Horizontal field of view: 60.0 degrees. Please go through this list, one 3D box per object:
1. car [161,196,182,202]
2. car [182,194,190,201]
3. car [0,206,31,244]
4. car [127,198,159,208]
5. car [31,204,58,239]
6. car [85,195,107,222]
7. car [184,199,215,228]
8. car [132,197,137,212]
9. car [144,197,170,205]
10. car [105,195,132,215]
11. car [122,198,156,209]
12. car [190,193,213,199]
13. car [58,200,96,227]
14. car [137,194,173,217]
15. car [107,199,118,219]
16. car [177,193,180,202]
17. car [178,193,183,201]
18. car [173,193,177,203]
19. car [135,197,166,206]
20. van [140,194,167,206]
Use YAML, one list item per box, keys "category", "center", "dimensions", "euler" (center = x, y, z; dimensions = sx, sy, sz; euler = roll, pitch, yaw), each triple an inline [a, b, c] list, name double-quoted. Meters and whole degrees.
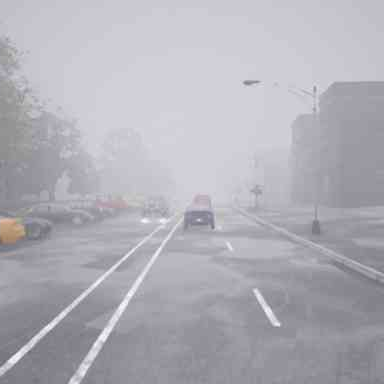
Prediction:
- category: "car"
  center: [-4.917, 1.683, 81.145]
  dimensions: [4.792, 1.488, 2.163]
  euler: [-1, 0, -14]
- category: "car"
  center: [-0.428, 1.659, 72.802]
  dimensions: [1.994, 1.385, 4.181]
  euler: [0, 0, 6]
- category: "car"
  center: [-9.330, 1.492, 13.033]
  dimensions: [5.008, 1.535, 2.097]
  euler: [-1, 0, -19]
- category: "car"
  center: [-7.577, 1.655, 51.572]
  dimensions: [4.674, 1.452, 2.002]
  euler: [-1, 0, -16]
- category: "car"
  center: [-9.243, 1.526, 16.016]
  dimensions: [4.792, 1.488, 2.163]
  euler: [-1, 0, -19]
- category: "car"
  center: [-8.980, 1.389, 24.921]
  dimensions: [4.553, 1.767, 2.185]
  euler: [-1, 0, -18]
- category: "car"
  center: [0.492, 1.496, 22.123]
  dimensions: [1.882, 1.535, 5.008]
  euler: [0, 0, 2]
- category: "car"
  center: [-8.495, 1.592, 36.788]
  dimensions: [4.674, 1.452, 2.002]
  euler: [-1, -1, -17]
- category: "car"
  center: [-6.643, 1.690, 63.421]
  dimensions: [4.674, 1.452, 2.002]
  euler: [-1, 0, -15]
- category: "car"
  center: [-8.807, 1.281, 30.841]
  dimensions: [5.566, 2.045, 2.435]
  euler: [-1, 0, -18]
- category: "car"
  center: [-7.766, 1.642, 48.630]
  dimensions: [4.674, 1.452, 2.002]
  euler: [0, -1, -16]
- category: "car"
  center: [1.328, 1.296, 40.961]
  dimensions: [2.150, 2.045, 5.566]
  euler: [0, 0, 3]
- category: "car"
  center: [-9.119, 1.509, 21.950]
  dimensions: [4.892, 1.521, 2.231]
  euler: [-1, 0, -18]
- category: "car"
  center: [-3.466, 1.268, 32.431]
  dimensions: [2.150, 2.045, 5.566]
  euler: [0, 0, 3]
- category: "car"
  center: [-8.903, 1.563, 27.887]
  dimensions: [4.674, 1.452, 2.002]
  euler: [-1, 0, -18]
- category: "car"
  center: [-5.817, 1.661, 72.296]
  dimensions: [4.892, 1.521, 2.231]
  euler: [-1, 0, -14]
- category: "car"
  center: [-5.331, 1.654, 75.300]
  dimensions: [5.366, 1.575, 1.946]
  euler: [-1, 0, -14]
- category: "car"
  center: [-6.070, 1.532, 69.344]
  dimensions: [4.553, 1.767, 2.185]
  euler: [-1, 0, -15]
- category: "car"
  center: [-7.132, 1.635, 57.496]
  dimensions: [5.008, 1.535, 2.097]
  euler: [-1, 0, -16]
- category: "van"
  center: [-7.010, 1.419, 60.424]
  dimensions: [4.442, 1.987, 1.878]
  euler: [-1, 0, -15]
